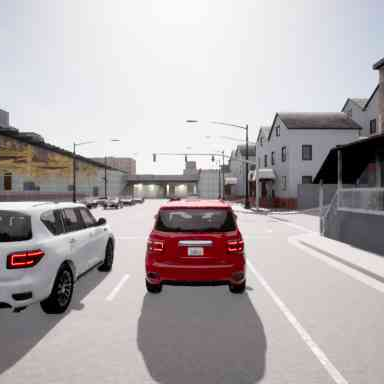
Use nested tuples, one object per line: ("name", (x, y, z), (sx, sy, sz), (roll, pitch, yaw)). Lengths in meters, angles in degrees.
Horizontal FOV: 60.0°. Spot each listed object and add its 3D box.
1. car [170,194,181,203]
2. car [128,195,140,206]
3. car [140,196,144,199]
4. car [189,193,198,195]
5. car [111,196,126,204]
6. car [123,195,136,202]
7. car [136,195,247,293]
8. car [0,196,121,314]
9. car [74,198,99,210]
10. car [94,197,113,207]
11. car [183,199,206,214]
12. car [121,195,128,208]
("car", (-3.337, 1.352, 69.139), (2.097, 1.767, 4.553), (0, 0, 0))
("car", (-10.463, 1.547, 54.368), (2.033, 1.411, 5.357), (0, 0, 0))
("car", (-10.384, 1.547, 64.657), (2.033, 1.411, 5.357), (0, 0, 0))
("car", (0.248, 1.221, 62.652), (2.150, 2.045, 5.566), (0, 0, 0))
("car", (-13.897, 1.505, 63.303), (1.837, 1.490, 4.892), (0, 0, 0))
("car", (-13.826, 1.493, 73.717), (1.837, 1.490, 4.892), (0, 0, 0))
("car", (0.099, 1.221, 9.007), (2.150, 2.045, 5.566), (0, 0, 1))
("car", (-3.409, 1.221, 7.745), (2.150, 2.045, 5.566), (0, 0, 1))
("car", (-13.995, 1.564, 44.207), (1.994, 1.385, 4.181), (0, 0, 0))
("car", (-13.964, 1.526, 52.948), (1.812, 1.442, 4.674), (0, 0, 0))
("car", (0.175, 1.532, 36.091), (1.812, 1.442, 4.674), (-1, 0, -8))
("car", (-10.494, 1.491, 44.619), (2.128, 1.511, 4.902), (0, 0, 0))
